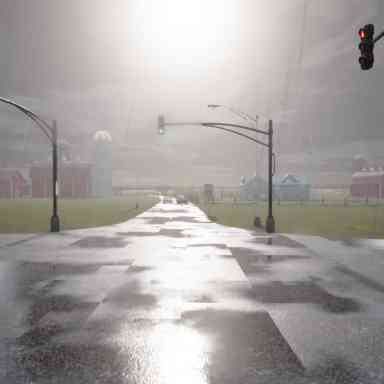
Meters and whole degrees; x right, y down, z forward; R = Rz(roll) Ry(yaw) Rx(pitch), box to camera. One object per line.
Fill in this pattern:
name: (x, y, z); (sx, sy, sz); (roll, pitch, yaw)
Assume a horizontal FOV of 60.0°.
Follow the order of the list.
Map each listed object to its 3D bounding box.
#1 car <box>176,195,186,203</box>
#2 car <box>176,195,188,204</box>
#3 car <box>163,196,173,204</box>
car: (-2.423, 1.447, 71.743); (1.837, 1.490, 4.892); (0, 0, -4)
car: (-1.797, 1.622, 61.760); (1.895, 1.301, 4.718); (0, 0, -3)
car: (-4.790, 1.556, 65.757); (1.812, 1.442, 4.674); (0, 0, -3)
